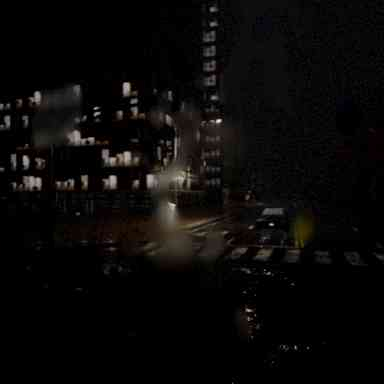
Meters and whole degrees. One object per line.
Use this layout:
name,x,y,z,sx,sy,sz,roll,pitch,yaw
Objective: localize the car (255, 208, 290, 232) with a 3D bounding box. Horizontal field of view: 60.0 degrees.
car,5.297,1.736,21.533,1.994,1.385,4.181,-1,-1,18
